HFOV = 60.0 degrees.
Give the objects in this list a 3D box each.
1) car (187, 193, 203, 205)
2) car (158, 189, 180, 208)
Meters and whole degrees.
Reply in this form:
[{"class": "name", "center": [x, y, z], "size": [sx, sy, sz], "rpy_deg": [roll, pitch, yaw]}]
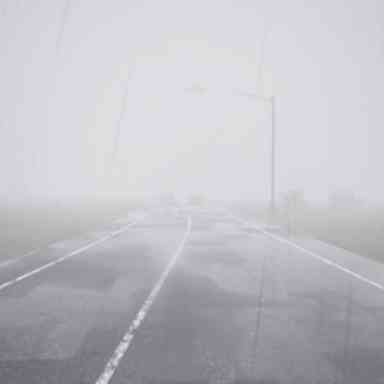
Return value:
[{"class": "car", "center": [0.414, 0.899, 44.436], "size": [1.882, 1.535, 5.008], "rpy_deg": [0, 1, -3]}, {"class": "car", "center": [-2.672, 0.844, 37.317], "size": [2.097, 1.767, 4.553], "rpy_deg": [0, 1, -3]}]
